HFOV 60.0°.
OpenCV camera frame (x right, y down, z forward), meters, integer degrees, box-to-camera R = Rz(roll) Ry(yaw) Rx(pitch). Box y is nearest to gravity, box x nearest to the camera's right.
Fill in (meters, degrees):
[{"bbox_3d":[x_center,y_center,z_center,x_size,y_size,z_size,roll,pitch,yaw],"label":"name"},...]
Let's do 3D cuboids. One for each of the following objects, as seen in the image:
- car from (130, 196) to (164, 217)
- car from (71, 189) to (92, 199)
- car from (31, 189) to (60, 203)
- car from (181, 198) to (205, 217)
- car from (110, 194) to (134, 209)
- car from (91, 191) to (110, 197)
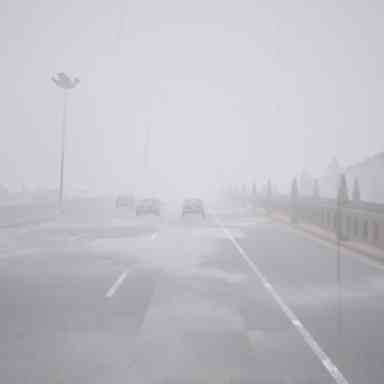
[{"bbox_3d":[-3.399,1.191,27.186,2.033,1.411,5.357,0,1,0],"label":"car"},{"bbox_3d":[-17.546,0.497,53.458,2.150,2.045,5.566,0,1,1],"label":"car"},{"bbox_3d":[-21.066,0.572,48.107,2.150,2.045,5.566,0,1,0],"label":"car"},{"bbox_3d":[0.101,1.192,27.137,2.033,1.411,5.357,0,1,0],"label":"car"},{"bbox_3d":[-6.896,1.017,35.653,2.128,1.511,4.902,0,1,0],"label":"car"},{"bbox_3d":[-14.047,0.825,53.502,2.033,1.411,5.357,0,1,1],"label":"car"}]
